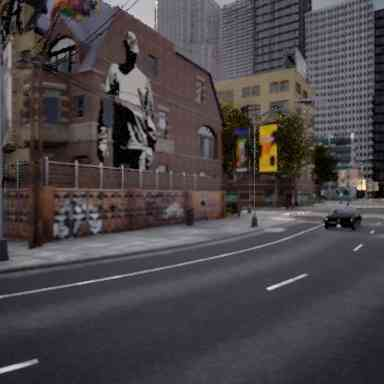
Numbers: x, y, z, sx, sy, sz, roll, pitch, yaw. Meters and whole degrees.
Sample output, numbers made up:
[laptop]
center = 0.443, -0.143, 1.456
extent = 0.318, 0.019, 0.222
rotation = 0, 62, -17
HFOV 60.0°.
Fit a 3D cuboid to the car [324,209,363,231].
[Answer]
[car]
center = 10.251, 1.810, 22.395
extent = 1.895, 1.301, 4.718
rotation = 0, -1, 33
